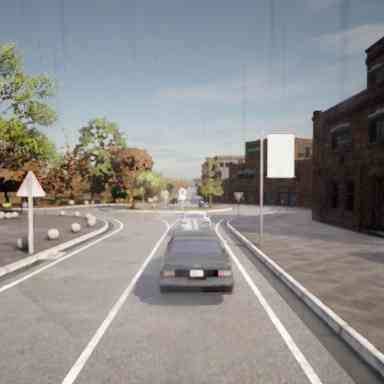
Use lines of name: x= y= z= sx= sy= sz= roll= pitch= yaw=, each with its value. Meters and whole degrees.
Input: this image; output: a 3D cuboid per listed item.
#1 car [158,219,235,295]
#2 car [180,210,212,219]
car: x=0.097 y=1.808 z=9.675 sx=2.033 sy=1.411 sz=5.357 roll=0 pitch=0 yaw=0
car: x=0.219 y=1.829 z=20.222 sx=1.812 sy=1.442 sz=4.674 roll=0 pitch=0 yaw=2
